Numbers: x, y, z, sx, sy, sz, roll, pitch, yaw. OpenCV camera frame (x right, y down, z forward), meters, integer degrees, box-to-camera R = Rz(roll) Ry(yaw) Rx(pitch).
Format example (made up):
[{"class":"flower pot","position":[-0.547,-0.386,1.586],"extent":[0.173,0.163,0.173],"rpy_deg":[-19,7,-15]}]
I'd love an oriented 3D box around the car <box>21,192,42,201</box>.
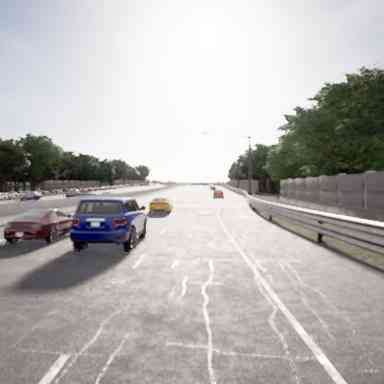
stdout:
[{"class":"car","position":[-26.102,0.736,54.270],"extent":[1.812,1.442,4.674],"rpy_deg":[0,2,-1]}]

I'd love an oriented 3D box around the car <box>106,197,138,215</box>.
[{"class":"car","position":[-6.452,1.283,31.178],"extent":[1.994,1.385,4.181],"rpy_deg":[0,1,2]}]

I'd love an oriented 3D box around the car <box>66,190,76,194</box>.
[{"class":"car","position":[-22.815,0.424,64.176],"extent":[1.837,1.490,4.892],"rpy_deg":[0,2,3]}]

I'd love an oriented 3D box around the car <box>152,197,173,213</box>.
[{"class":"car","position":[-2.928,1.177,32.019],"extent":[1.882,1.535,5.008],"rpy_deg":[0,1,2]}]

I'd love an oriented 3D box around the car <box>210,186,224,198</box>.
[{"class":"car","position":[5.159,0.204,65.522],"extent":[2.097,1.767,4.553],"rpy_deg":[0,2,3]}]

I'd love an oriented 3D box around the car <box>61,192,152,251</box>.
[{"class":"car","position":[-3.296,1.187,14.157],"extent":[2.150,2.045,5.566],"rpy_deg":[0,0,1]}]

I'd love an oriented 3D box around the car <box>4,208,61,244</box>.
[{"class":"car","position":[-6.778,1.479,15.430],"extent":[1.812,1.442,4.674],"rpy_deg":[0,1,1]}]

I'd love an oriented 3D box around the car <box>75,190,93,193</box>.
[{"class":"car","position":[-19.426,0.548,61.853],"extent":[1.994,1.385,4.181],"rpy_deg":[0,2,3]}]
